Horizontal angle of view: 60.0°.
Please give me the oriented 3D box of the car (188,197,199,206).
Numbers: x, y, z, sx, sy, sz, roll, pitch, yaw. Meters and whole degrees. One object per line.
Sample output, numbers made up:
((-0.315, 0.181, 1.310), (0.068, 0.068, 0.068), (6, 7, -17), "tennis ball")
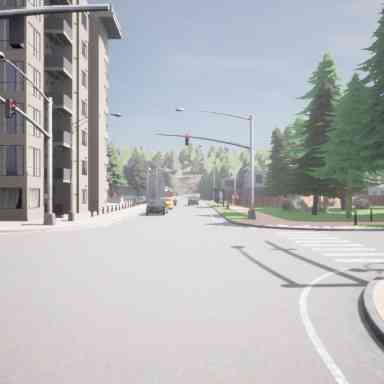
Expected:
((0.196, 1.547, 55.714), (2.033, 1.411, 5.357), (0, 0, 0), "car")

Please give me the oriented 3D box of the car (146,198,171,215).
((-3.483, 1.478, 33.534), (1.882, 1.535, 5.008), (0, 0, 0), "car")

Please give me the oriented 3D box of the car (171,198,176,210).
((-3.439, 1.478, 43.495), (1.882, 1.535, 5.008), (0, 0, 0), "car")
